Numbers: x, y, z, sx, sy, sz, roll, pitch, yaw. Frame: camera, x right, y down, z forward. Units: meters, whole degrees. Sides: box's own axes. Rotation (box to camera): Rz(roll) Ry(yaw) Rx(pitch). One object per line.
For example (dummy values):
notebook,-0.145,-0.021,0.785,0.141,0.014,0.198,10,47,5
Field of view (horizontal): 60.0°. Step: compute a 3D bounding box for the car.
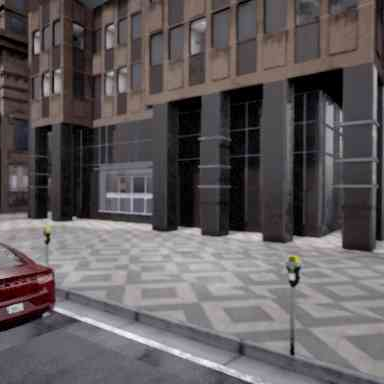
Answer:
car,-4.327,1.518,6.044,4.507,1.381,1.887,0,0,35
